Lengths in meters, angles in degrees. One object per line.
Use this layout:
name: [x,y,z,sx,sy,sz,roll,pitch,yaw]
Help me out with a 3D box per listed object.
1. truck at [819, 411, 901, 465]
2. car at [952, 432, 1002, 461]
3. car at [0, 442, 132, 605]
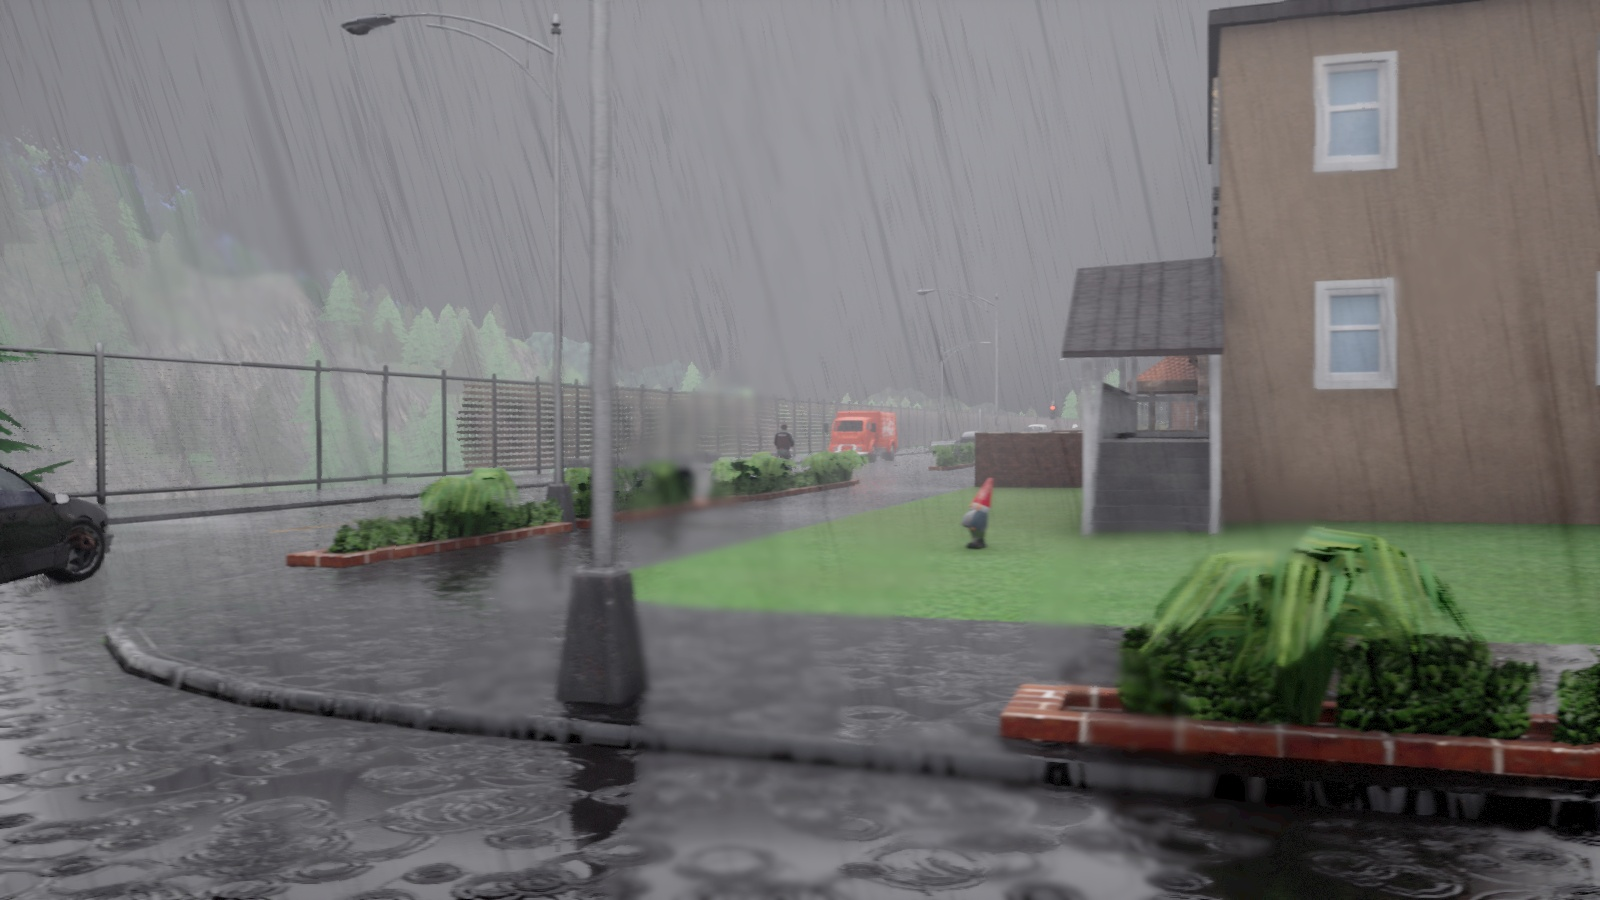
truck: [2.956,-0.609,60.318,2.627,2.467,5.204,1,1,18]
car: [9.567,-0.210,67.737,1.837,1.490,4.892,1,1,18]
car: [-8.182,0.662,11.467,2.033,1.411,5.357,0,1,-9]
